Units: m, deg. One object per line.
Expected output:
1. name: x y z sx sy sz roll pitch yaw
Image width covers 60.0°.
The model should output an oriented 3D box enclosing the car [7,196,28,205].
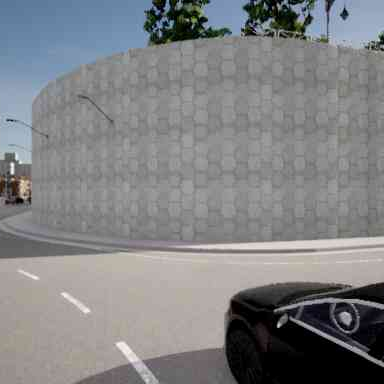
1. car: -31.402 1.463 59.196 2.128 1.511 4.902 0 0 -13

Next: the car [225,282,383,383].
1. car: 1.935 1.490 2.701 2.128 1.511 4.902 0 0 -20

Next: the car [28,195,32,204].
1. car: -28.191 1.476 60.826 1.837 1.490 4.892 0 0 -13

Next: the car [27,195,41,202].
1. car: -34.725 1.440 73.185 1.882 1.535 5.008 0 0 -13
